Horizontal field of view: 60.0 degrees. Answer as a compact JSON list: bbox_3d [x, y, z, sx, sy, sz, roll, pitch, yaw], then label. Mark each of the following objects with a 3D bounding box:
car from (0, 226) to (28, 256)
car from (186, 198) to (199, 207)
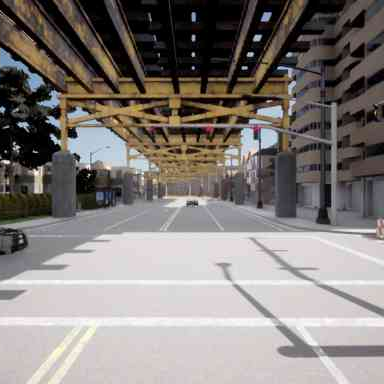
[{"bbox_3d":[-7.985,1.564,11.409,4.181,1.385,1.994,0,0,-9],"label":"car"},{"bbox_3d":[0.053,1.600,52.214,1.895,1.301,4.718,0,0,0],"label":"car"}]
